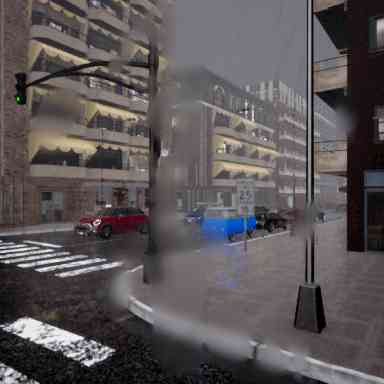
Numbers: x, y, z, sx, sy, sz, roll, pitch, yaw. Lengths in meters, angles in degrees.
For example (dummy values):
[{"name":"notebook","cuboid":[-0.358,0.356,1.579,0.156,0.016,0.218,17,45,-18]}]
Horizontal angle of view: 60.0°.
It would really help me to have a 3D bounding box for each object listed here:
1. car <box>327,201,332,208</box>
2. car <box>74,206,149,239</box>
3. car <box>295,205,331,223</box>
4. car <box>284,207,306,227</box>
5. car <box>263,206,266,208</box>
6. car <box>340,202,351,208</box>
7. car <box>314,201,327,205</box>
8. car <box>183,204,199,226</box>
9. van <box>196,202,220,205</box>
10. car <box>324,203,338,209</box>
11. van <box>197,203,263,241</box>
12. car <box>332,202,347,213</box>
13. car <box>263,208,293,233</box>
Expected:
[{"name":"car","cuboid":[27.369,2.729,68.819,2.192,1.841,5.009,-1,-2,35]},{"name":"car","cuboid":[-4.549,1.639,19.411,2.097,1.767,4.553,0,-1,35]},{"name":"car","cuboid":[11.725,2.233,32.422,2.008,1.369,4.403,-1,-2,35]},{"name":"car","cuboid":[8.513,2.158,27.907,1.802,1.307,4.206,-1,-2,35]},{"name":"car","cuboid":[6.620,2.165,35.139,1.837,1.490,4.892,0,-1,36]},{"name":"car","cuboid":[40.118,3.376,86.733,1.752,1.417,4.829,-1,-2,35]},{"name":"car","cuboid":[24.159,2.889,64.299,1.802,1.307,4.206,-1,-2,35]},{"name":"car","cuboid":[1.181,2.004,27.502,1.812,1.442,4.674,0,-1,35]},{"name":"van","cuboid":[1.681,1.903,32.709,1.690,1.788,3.998,-1,-2,35]},{"name":"car","cuboid":[30.581,3.064,73.327,1.887,1.381,4.507,-1,-2,35]},{"name":"van","cuboid":[2.229,1.704,18.787,1.690,1.788,3.998,-1,-2,35]},{"name":"car","cuboid":[25.937,2.719,56.788,1.837,1.490,4.892,0,-3,36]},{"name":"car","cuboid":[5.303,2.035,23.394,1.947,1.339,4.313,-1,-2,35]}]
